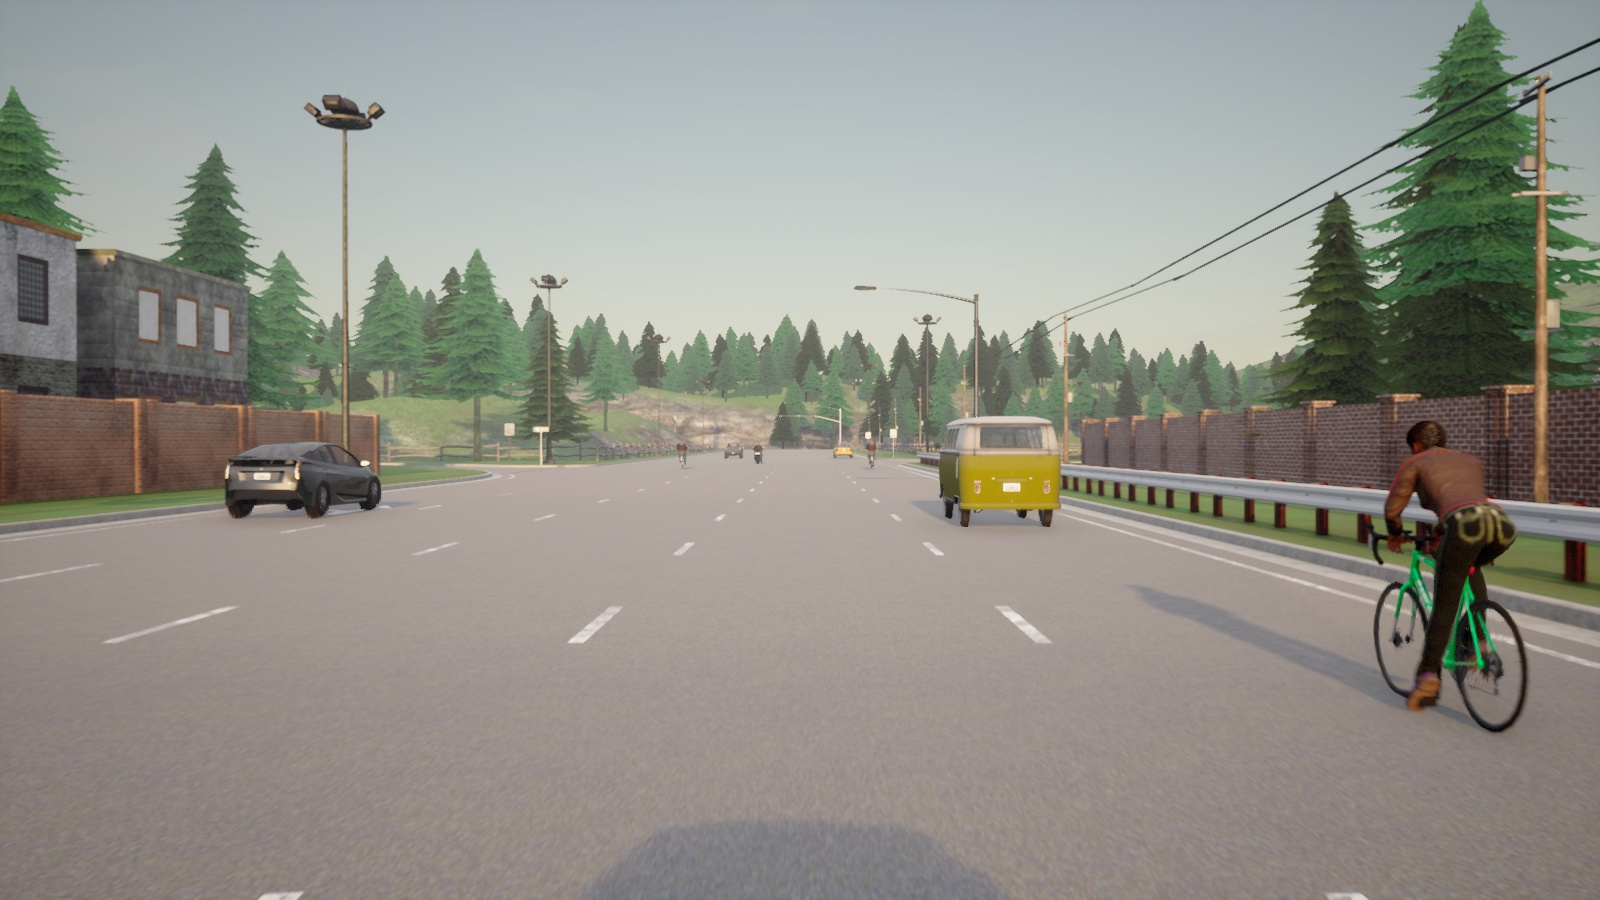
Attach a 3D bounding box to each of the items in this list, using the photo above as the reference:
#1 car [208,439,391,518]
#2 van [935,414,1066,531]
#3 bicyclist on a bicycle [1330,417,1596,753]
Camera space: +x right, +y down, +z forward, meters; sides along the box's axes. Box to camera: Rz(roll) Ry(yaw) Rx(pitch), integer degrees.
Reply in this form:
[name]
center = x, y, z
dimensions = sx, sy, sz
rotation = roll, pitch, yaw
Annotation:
[car]
center = -10.332, 0.532, 26.331
dimensions = 2.007, 1.525, 4.514
rotation = 0, 0, 0
[van]
center = 3.650, 0.365, 23.611
dimensions = 1.775, 1.987, 4.442
rotation = 0, 0, 0
[bicyclist on a bicycle]
center = 3.544, 0.663, 6.883
dimensions = 0.582, 1.620, 1.656
rotation = 0, -1, 0
